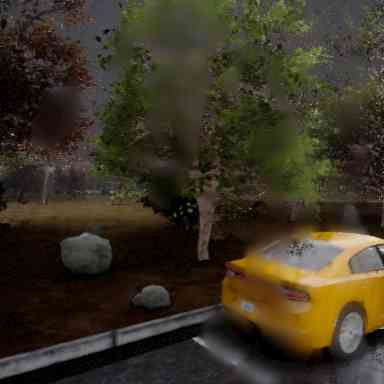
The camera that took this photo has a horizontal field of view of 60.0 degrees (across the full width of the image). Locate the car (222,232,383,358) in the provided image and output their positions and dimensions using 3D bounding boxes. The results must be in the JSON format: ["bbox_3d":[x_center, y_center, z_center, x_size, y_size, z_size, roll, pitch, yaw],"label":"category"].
[{"bbox_3d":[2.855,1.482,6.076,5.008,1.535,2.097,0,1,-33],"label":"car"}]
